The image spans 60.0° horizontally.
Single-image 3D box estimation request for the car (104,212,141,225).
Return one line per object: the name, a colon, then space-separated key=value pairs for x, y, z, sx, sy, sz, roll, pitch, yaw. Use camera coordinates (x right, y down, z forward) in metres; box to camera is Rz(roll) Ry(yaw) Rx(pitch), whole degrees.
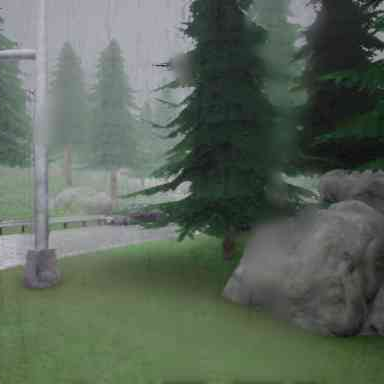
car: x=-3.810 y=1.560 z=22.858 sx=2.128 sy=1.511 sz=4.902 roll=0 pitch=0 yaw=35
